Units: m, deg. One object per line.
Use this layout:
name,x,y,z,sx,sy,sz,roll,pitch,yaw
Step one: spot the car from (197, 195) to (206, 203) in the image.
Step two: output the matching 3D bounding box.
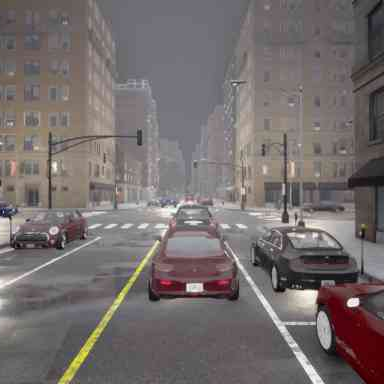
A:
car,2.105,1.541,74.621,1.967,1.590,4.097,0,0,-1

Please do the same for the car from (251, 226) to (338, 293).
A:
car,2.649,1.553,8.667,2.008,1.369,4.403,0,0,0

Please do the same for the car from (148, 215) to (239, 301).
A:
car,0.010,1.528,8.202,1.812,1.442,4.674,0,0,-1

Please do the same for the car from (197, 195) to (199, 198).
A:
car,2.312,1.622,58.100,1.947,1.339,4.313,0,0,-1

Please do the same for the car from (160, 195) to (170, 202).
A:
car,-6.488,1.559,80.029,1.967,1.590,4.097,0,0,-1

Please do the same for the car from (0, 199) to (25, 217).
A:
car,-18.061,1.416,30.095,4.902,1.511,2.128,0,0,-1

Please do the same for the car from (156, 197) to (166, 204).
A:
car,-6.351,1.665,69.013,1.802,1.307,4.206,0,0,-1

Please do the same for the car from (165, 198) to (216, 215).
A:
car,0.051,1.358,15.506,2.097,1.767,4.553,0,0,0

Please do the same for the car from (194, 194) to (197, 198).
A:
car,2.175,1.399,69.114,2.192,1.841,5.009,0,0,-1

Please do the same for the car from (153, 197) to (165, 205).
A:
car,-6.282,1.613,63.506,1.887,1.381,4.507,0,0,-1

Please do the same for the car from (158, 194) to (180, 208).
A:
car,-3.349,1.261,49.250,2.150,2.045,5.566,0,0,-1

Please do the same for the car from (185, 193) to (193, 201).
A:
car,-0.759,1.383,90.035,2.150,2.045,5.566,0,0,-1

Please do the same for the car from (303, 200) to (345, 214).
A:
car,14.598,1.648,37.093,4.674,1.442,1.812,0,0,1

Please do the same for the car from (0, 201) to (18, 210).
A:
car,-17.181,1.123,26.855,5.566,2.045,2.150,0,0,0

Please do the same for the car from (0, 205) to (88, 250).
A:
car,-5.893,1.445,14.129,1.967,1.590,4.097,0,0,0

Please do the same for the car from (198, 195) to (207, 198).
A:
car,2.380,1.590,52.593,1.887,1.381,4.507,0,0,-1

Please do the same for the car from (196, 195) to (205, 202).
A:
car,2.036,1.560,80.126,1.967,1.590,4.097,0,0,-1

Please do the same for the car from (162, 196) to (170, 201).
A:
car,-6.558,1.722,85.536,1.802,1.307,4.206,0,0,-1

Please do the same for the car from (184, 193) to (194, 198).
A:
car,-0.625,1.342,79.317,2.150,2.045,5.566,0,0,-1

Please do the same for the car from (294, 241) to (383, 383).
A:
car,2.666,1.545,3.176,1.887,1.381,4.507,0,0,0

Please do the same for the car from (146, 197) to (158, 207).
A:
car,-6.144,1.596,52.490,2.008,1.369,4.403,0,0,-1

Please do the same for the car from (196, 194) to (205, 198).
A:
car,2.240,1.595,63.777,1.752,1.417,4.829,0,0,-1

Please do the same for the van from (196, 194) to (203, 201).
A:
van,1.968,1.481,85.634,1.690,1.788,3.998,0,0,-1

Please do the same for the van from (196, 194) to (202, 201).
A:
van,1.899,1.504,91.141,1.690,1.788,3.998,0,0,-1
